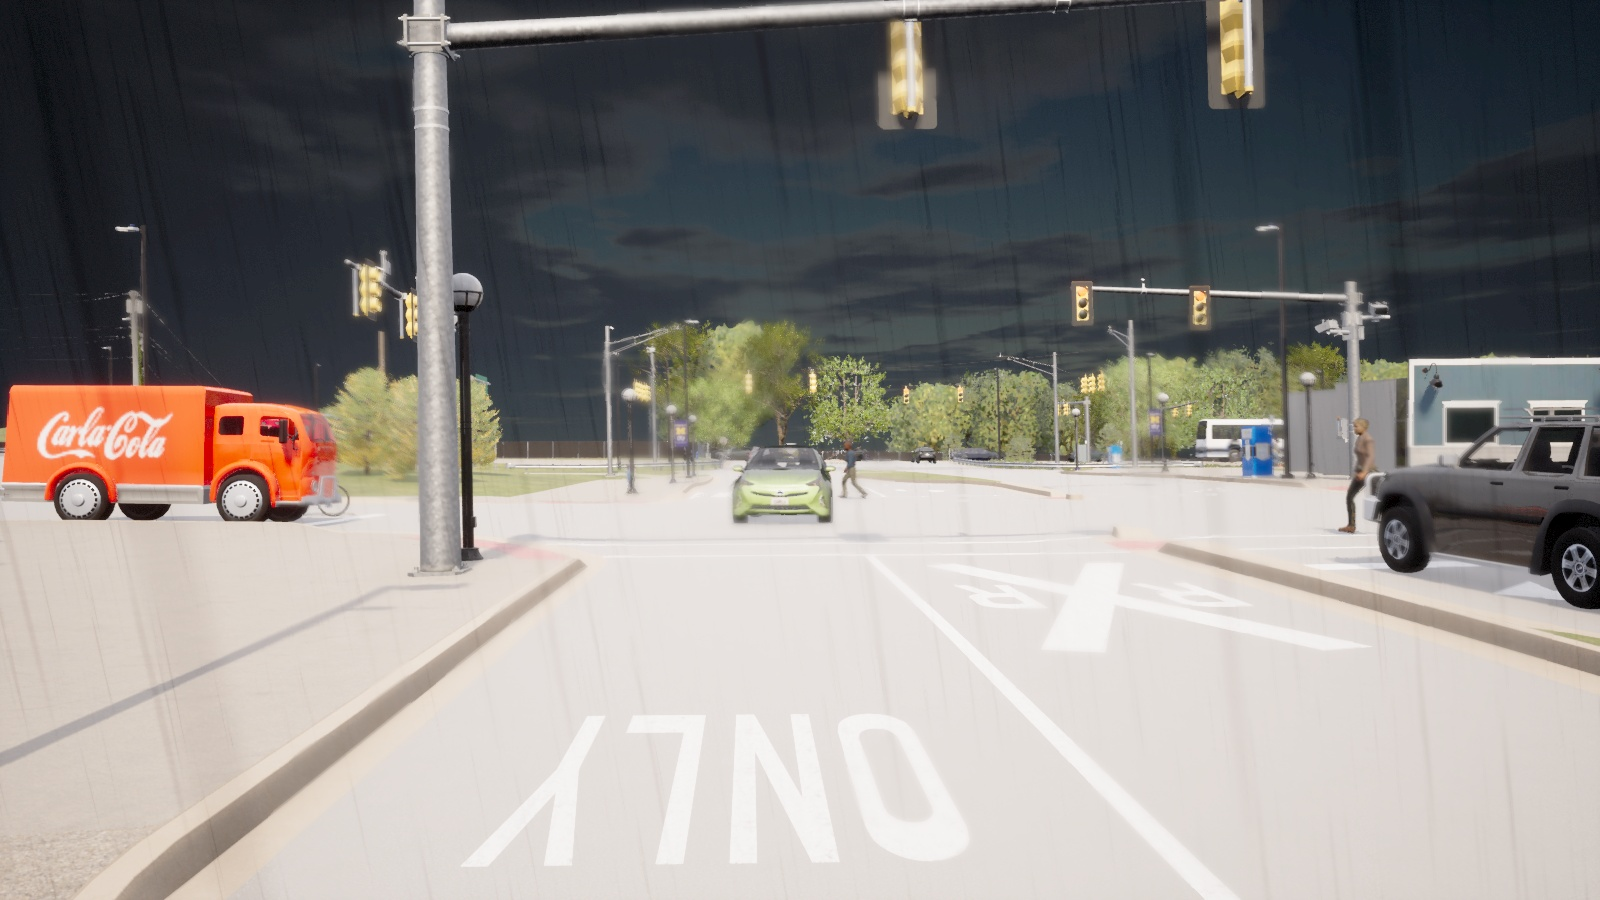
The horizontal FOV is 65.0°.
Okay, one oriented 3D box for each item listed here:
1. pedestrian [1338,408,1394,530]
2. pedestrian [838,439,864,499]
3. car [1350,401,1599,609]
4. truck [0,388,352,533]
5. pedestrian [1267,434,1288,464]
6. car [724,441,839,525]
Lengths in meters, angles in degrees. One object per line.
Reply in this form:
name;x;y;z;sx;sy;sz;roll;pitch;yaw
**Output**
pedestrian;8.667;0.291;19.242;0.634;1.846;0.331;-2;-1;0
pedestrian;1.580;0.588;39.054;0.726;1.835;0.370;-2;-1;-4
car;7.886;0.437;13.016;1.932;1.855;4.605;-1;1;-7
truck;-11.175;0.198;22.732;5.204;2.467;2.627;0;-1;-2
pedestrian;30.119;-0.039;79.218;0.900;1.855;0.874;-2;-1;-1
car;-0.274;0.630;25.334;2.007;1.525;4.514;-1;-1;3
